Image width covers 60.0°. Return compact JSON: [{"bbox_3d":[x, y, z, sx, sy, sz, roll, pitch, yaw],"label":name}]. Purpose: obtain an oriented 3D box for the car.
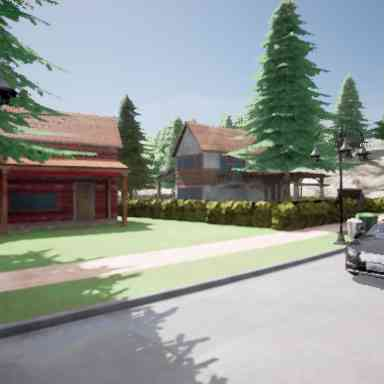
[{"bbox_3d":[6.059,1.475,9.353,4.902,1.511,2.128,0,0,-42],"label":"car"}]
